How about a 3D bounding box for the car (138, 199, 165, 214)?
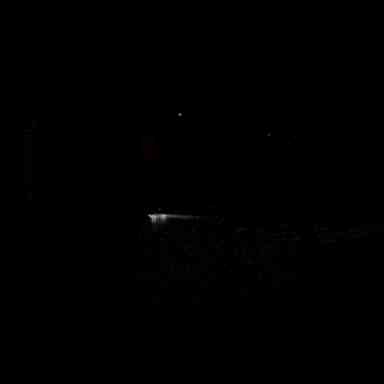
[{"bbox_3d":[-4.713,1.508,35.855,2.128,1.511,4.902,0,0,-35],"label":"car"}]
